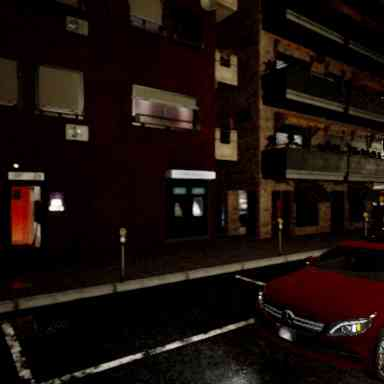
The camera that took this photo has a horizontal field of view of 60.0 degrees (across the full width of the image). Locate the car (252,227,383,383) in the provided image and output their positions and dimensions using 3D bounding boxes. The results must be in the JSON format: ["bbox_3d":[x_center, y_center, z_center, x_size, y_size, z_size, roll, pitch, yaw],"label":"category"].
[{"bbox_3d":[3.092,1.556,5.588,4.674,1.442,1.812,1,0,-35],"label":"car"}]
